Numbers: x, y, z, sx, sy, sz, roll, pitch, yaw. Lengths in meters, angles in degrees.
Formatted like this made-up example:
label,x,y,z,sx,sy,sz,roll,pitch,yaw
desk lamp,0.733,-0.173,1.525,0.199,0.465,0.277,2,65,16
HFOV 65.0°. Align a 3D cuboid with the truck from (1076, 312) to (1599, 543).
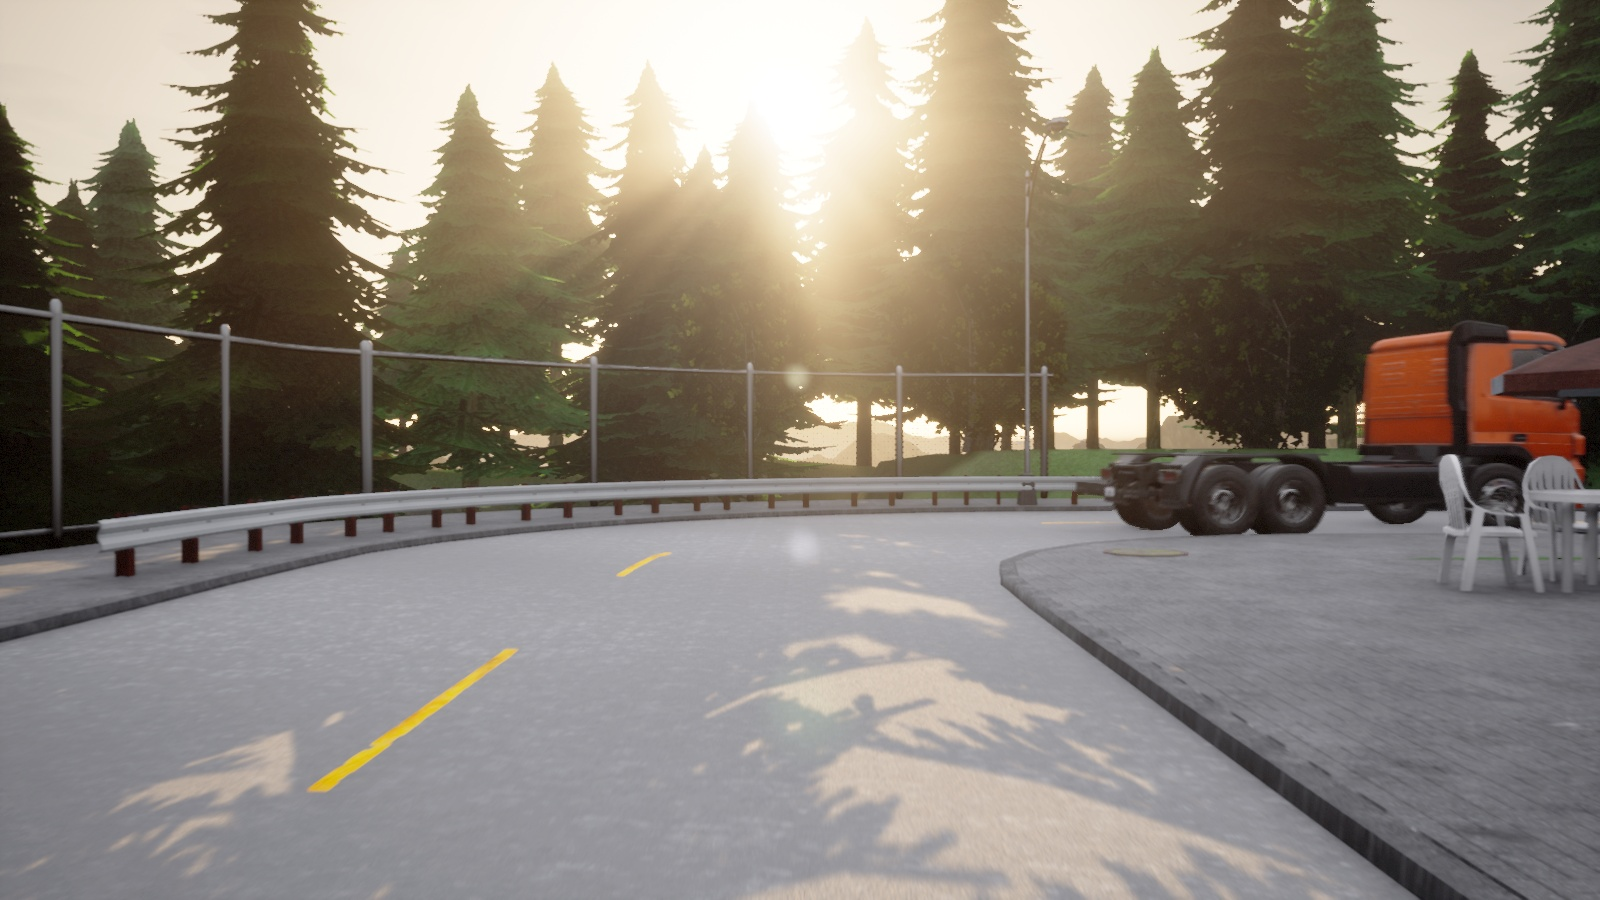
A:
label,x,y,z,sx,sy,sz,roll,pitch,yaw
truck,8.944,-0.347,21.096,7.936,3.462,2.891,0,0,-12
